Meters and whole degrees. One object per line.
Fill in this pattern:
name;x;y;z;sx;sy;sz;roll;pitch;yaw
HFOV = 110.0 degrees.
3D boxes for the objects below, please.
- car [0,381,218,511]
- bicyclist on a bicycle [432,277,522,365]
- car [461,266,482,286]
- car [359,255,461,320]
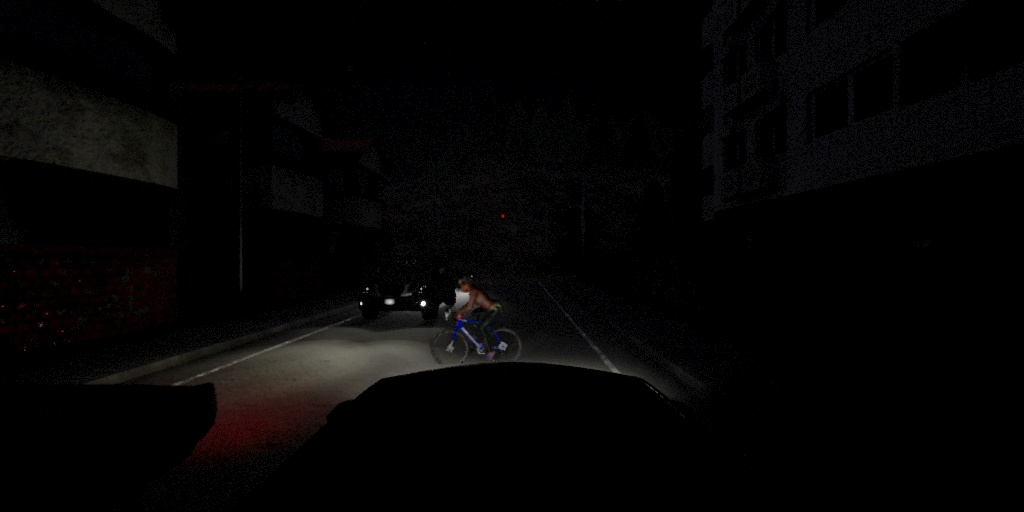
car;-3.627;1.350;0.993;1.895;1.301;4.718;0;0;1
bicyclist on a bicycle;-0.658;1.203;6.509;1.656;1.620;0.582;-2;0;1
car;-3.216;1.359;24.514;1.895;1.301;4.718;0;0;1
car;-3.457;0.979;13.022;2.150;2.045;5.566;0;0;1
